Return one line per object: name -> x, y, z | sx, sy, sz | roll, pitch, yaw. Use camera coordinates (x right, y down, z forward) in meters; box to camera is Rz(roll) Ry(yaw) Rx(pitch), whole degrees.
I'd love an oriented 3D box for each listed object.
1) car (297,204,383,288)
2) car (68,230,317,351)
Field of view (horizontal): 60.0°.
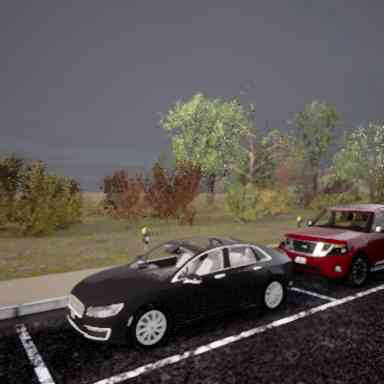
car -> 4.651, 1.302, 9.399 | 5.009, 1.841, 2.192 | 0, 1, -35
car -> 0.046, 1.546, 6.121 | 4.403, 1.369, 2.008 | 0, 1, -35
